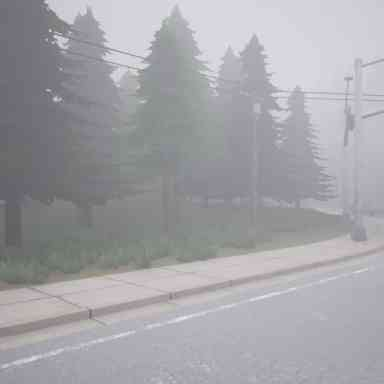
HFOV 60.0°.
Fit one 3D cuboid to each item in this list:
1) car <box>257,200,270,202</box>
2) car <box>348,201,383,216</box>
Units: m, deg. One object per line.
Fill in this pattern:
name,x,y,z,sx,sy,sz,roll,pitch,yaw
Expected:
car,9.700,1.548,50.393,2.033,1.411,5.357,0,0,-38
car,17.269,1.601,32.381,1.895,1.301,4.718,0,0,-5
